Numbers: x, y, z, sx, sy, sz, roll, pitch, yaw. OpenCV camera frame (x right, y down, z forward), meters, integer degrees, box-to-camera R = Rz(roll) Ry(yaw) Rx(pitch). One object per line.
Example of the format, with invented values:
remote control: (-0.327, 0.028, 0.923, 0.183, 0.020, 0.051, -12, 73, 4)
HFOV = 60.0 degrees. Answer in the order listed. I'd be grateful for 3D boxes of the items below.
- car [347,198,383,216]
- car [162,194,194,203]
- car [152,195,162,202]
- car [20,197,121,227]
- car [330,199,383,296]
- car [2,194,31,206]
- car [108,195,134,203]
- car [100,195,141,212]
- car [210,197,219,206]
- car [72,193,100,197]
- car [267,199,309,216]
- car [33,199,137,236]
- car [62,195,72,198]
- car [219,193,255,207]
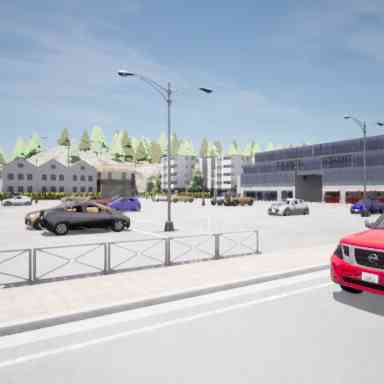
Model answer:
car: (16.477, 1.370, 31.235, 3.633, 1.501, 1.845, 0, 0, -33)
car: (-2.177, 1.149, 60.001, 5.027, 1.636, 2.152, 0, 0, -33)
car: (-5.898, 1.227, 65.239, 3.806, 1.475, 1.970, 0, 0, -33)
car: (-7.204, 1.329, 19.855, 5.027, 1.636, 2.152, 0, 0, -33)
car: (5.578, 1.220, 7.605, 5.566, 2.045, 2.150, 0, 0, -33)
car: (-25.655, 1.359, 48.719, 3.806, 1.475, 1.970, 0, 0, -33)
car: (-13.811, 1.294, 64.541, 4.514, 1.523, 2.007, 0, 0, -33)
car: (-7.097, 1.317, 33.969, 3.633, 1.501, 1.845, 0, 0, -33)
car: (4.698, 1.072, 49.211, 3.866, 1.878, 1.905, 0, 0, -33)
car: (-12.431, 1.295, 42.420, 4.514, 1.523, 2.007, 0, 0, -33)
car: (8.618, 1.381, 29.761, 3.806, 1.475, 1.970, 0, 0, -33)
car: (-5.474, 1.339, 17.238, 4.514, 1.523, 2.007, 0, 0, -33)
car: (-18.524, 1.094, 53.307, 4.605, 1.855, 1.932, 0, 0, -33)
car: (6.607, 1.093, 46.982, 4.605, 1.855, 1.932, 0, 0, -33)
